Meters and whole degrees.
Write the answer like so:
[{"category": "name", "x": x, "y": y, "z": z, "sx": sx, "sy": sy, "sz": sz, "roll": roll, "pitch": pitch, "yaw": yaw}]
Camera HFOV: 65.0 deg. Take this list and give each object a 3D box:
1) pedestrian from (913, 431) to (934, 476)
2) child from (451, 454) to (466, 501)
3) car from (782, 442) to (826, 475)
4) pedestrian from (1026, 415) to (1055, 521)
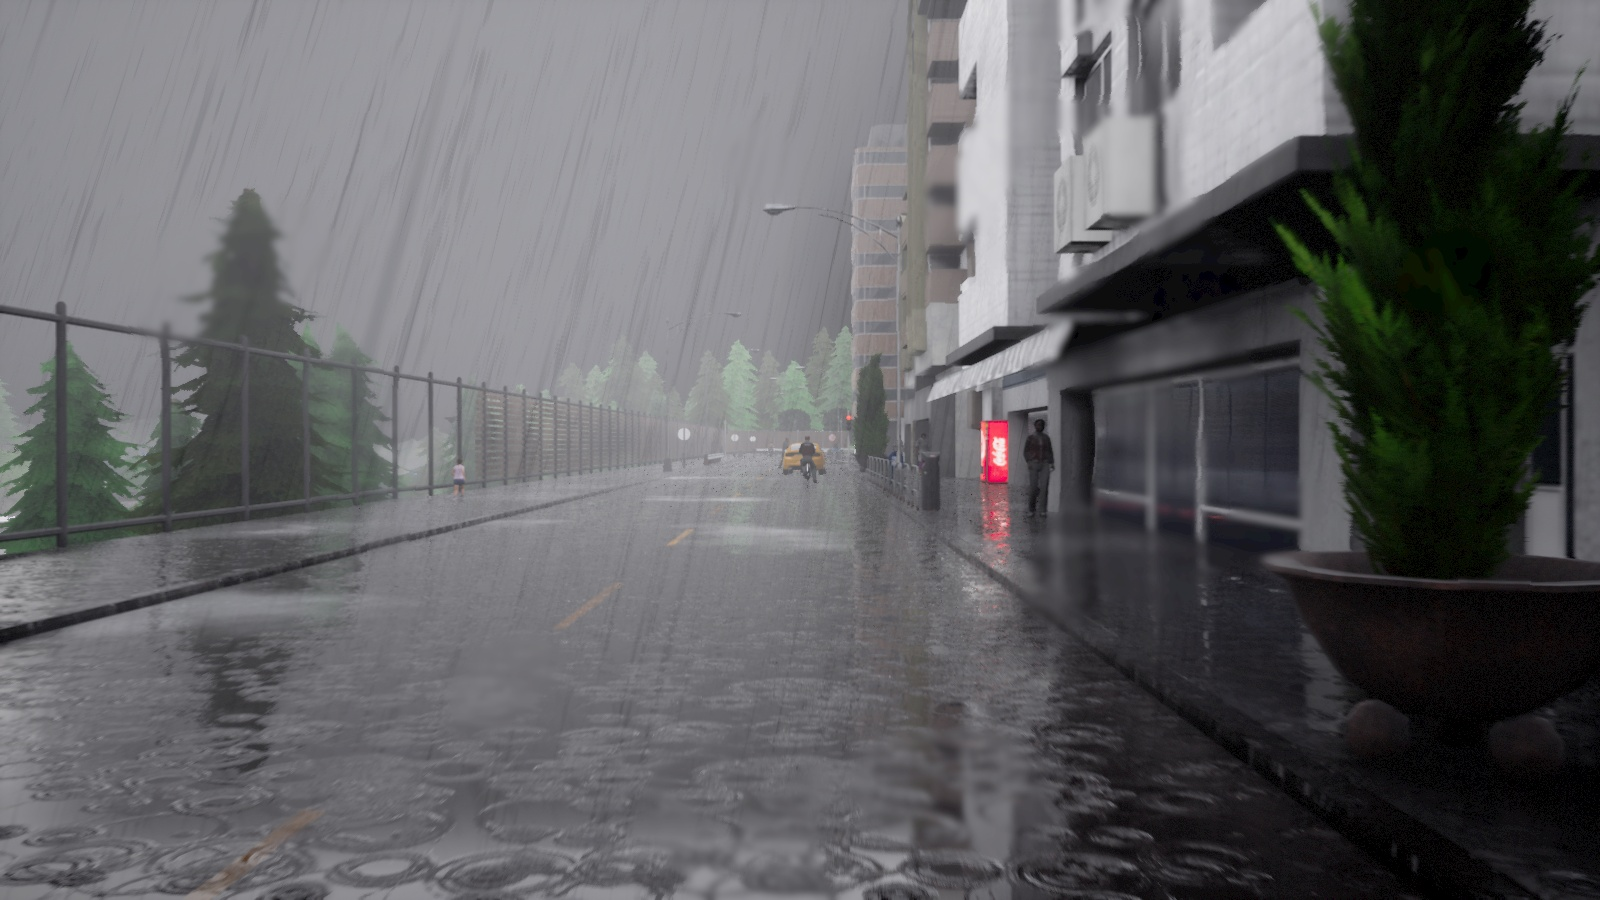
[{"category": "pedestrian", "x": 5.494, "y": 0.146, "z": 55.790, "sx": 0.659, "sy": 1.952, "sz": 0.873, "roll": 0, "pitch": 0, "yaw": -16}, {"category": "child", "x": -8.133, "y": 0.661, "z": 29.906, "sx": 0.255, "sy": 1.110, "sz": 0.394, "roll": 0, "pitch": 0, "yaw": 1}, {"category": "car", "x": 0.246, "y": 0.385, "z": 60.204, "sx": 1.882, "sy": 1.535, "sz": 5.008, "roll": 0, "pitch": 0, "yaw": 3}, {"category": "pedestrian", "x": 4.433, "y": 0.329, "z": 23.193, "sx": 0.402, "sy": 1.930, "sz": 0.666, "roll": 0, "pitch": 0, "yaw": 0}]
